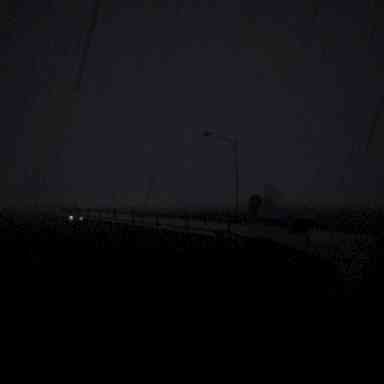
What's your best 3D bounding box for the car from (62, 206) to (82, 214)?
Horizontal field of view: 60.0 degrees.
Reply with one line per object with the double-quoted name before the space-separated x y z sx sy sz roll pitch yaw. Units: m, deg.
"car" -18.201 2.704 50.399 1.895 1.301 4.718 -1 -1 -35
